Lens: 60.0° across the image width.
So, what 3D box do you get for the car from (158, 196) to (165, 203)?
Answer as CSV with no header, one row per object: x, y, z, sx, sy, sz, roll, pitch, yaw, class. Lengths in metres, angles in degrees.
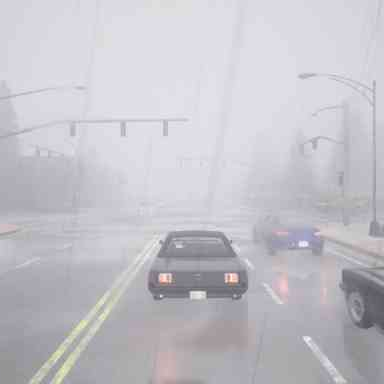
-6.694,1.602,69.001,1.994,1.385,4.181,0,0,0,car

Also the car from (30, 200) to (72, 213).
-15.454,1.564,36.640,4.181,1.385,1.994,0,0,-2,car

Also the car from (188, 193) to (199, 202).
0.336,1.225,74.891,2.150,2.045,5.566,0,0,0,car

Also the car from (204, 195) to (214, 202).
3.840,1.355,74.996,2.097,1.767,4.553,0,0,0,car

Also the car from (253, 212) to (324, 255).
3.638,1.526,13.111,1.812,1.442,4.674,0,0,0,car

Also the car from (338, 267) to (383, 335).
3.614,1.601,4.008,1.895,1.301,4.718,0,0,0,car

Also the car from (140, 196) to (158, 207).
-6.865,1.525,51.850,1.812,1.442,4.674,0,0,0,car

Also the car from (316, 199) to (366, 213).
16.084,1.478,36.090,5.008,1.535,1.882,0,0,0,car

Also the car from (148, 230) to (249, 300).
0.100,1.601,8.320,1.895,1.301,4.718,0,0,0,car
